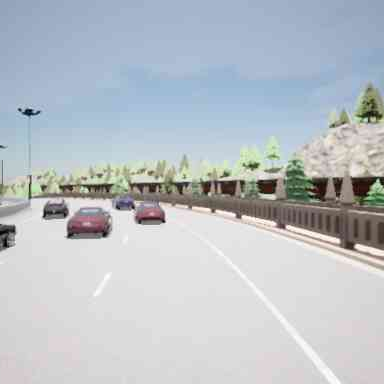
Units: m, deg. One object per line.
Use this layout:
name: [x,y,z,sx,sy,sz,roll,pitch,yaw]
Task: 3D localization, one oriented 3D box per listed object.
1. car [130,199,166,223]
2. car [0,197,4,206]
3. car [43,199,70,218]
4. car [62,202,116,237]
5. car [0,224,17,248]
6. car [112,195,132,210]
car: [-3.129,1.408,24.037,1.994,1.385,4.181,0,0,-14]
car: [-24.901,1.224,41.758,2.097,1.767,4.553,-1,1,-28]
car: [-11.773,1.352,29.011,2.128,1.511,4.902,0,0,-17]
car: [-5.333,1.465,17.668,1.994,1.385,4.181,0,0,-10]
car: [-7.823,1.554,11.459,1.895,1.301,4.718,0,0,-7]
car: [-8.232,1.114,39.493,2.097,1.767,4.553,-1,0,-22]
